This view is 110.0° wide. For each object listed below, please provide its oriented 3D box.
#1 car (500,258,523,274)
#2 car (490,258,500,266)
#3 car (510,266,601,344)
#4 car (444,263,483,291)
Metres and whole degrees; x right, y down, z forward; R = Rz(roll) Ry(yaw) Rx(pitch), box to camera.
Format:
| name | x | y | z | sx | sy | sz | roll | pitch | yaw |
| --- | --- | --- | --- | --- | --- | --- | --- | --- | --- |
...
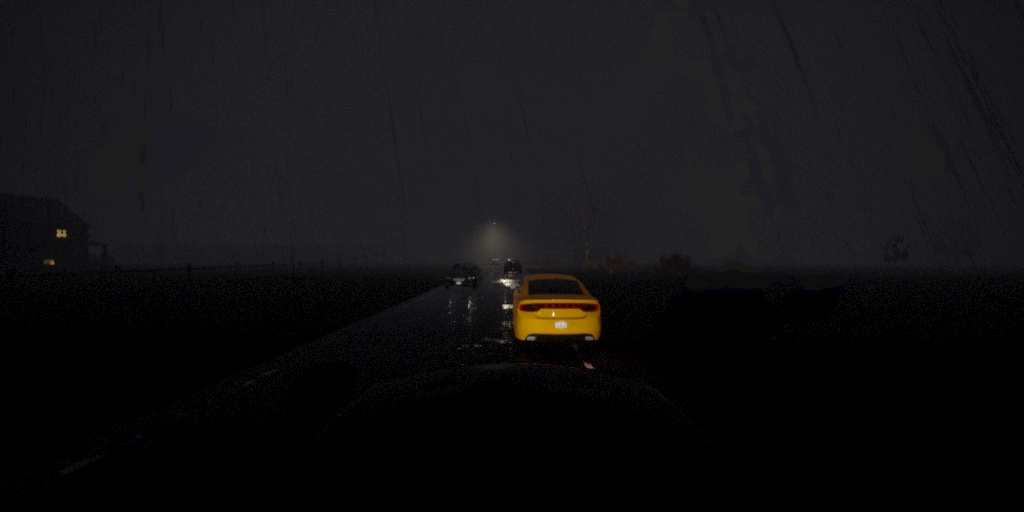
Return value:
| name | x | y | z | sx | sy | sz | roll | pitch | yaw |
| --- | --- | --- | --- | --- | --- | --- | --- | --- | --- |
| car | 0.096 | 1.120 | 38.718 | 2.128 | 1.511 | 4.902 | 0 | 0 | 0 |
| car | -2.790 | 1.113 | 62.622 | 1.994 | 1.385 | 4.181 | 0 | 0 | 0 |
| car | 0.966 | 1.202 | 9.532 | 1.882 | 1.535 | 5.008 | 0 | 0 | 0 |
| car | -2.842 | 1.176 | 21.574 | 2.128 | 1.511 | 4.902 | 0 | 0 | 0 |
